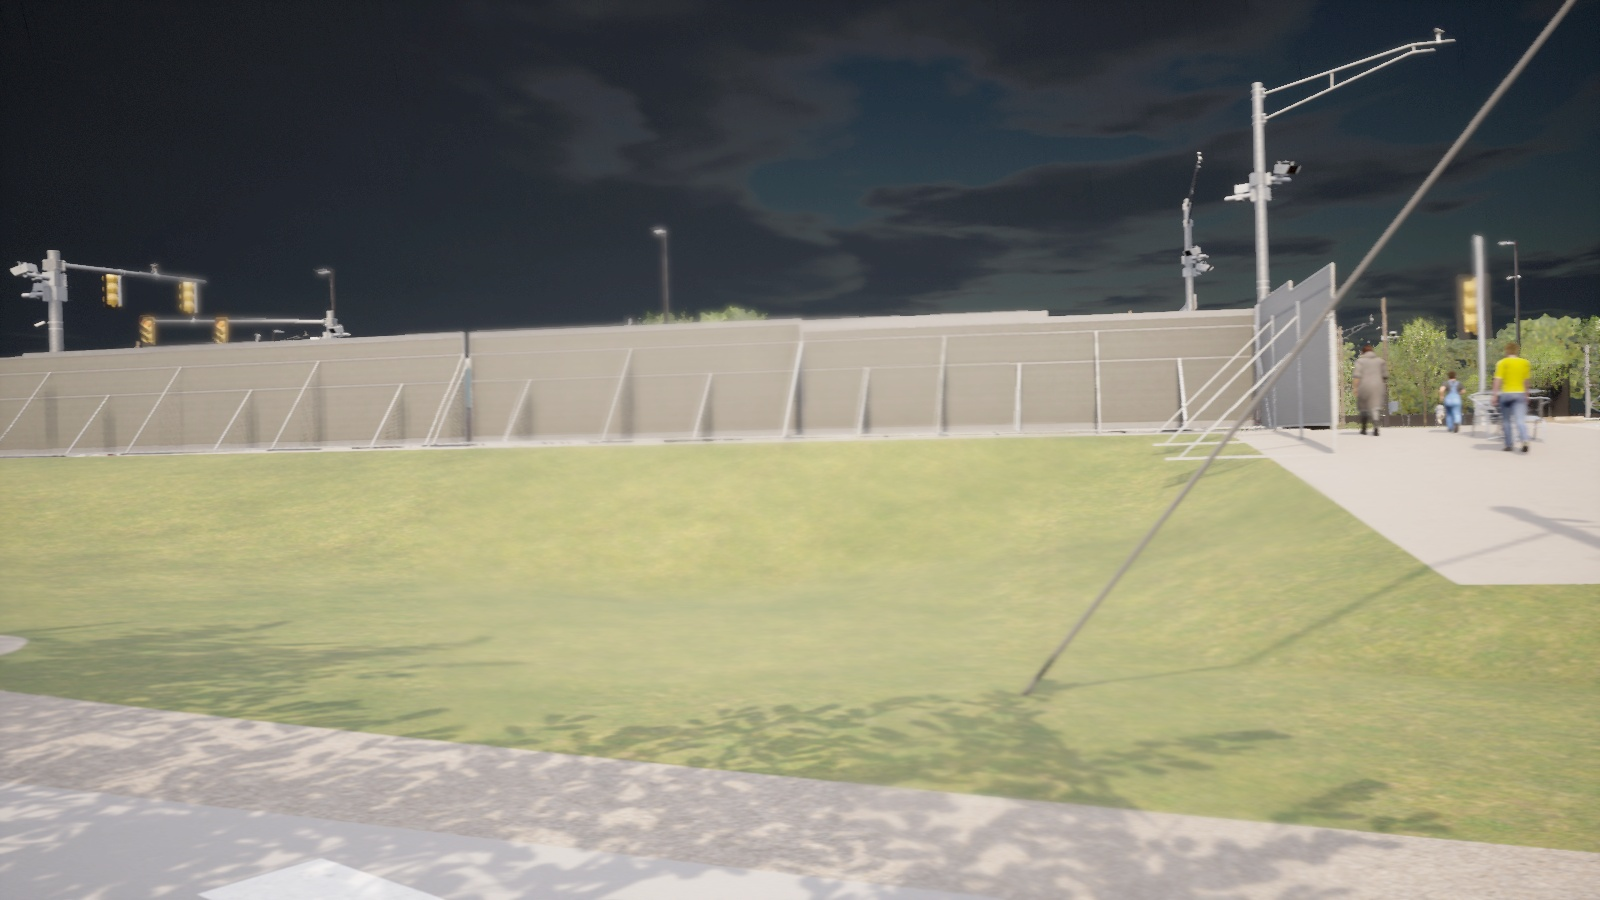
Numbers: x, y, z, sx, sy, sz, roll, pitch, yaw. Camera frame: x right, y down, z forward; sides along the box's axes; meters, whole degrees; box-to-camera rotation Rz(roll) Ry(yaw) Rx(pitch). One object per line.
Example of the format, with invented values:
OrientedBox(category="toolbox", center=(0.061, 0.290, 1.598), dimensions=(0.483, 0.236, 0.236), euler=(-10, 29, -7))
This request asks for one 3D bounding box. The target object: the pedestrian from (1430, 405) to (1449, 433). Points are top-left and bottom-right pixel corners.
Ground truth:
OrientedBox(category="pedestrian", center=(42.711, -2.085, 83.895), dimensions=(0.874, 1.855, 0.900), euler=(-1, 0, 11))

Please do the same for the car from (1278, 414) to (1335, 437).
OrientedBox(category="car", center=(33.978, -1.648, 84.377), dimensions=(2.163, 1.488, 4.792), euler=(-1, 1, 5))

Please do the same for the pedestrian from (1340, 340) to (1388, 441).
OrientedBox(category="pedestrian", center=(11.198, -1.158, 24.946), dimensions=(0.659, 1.952, 0.873), euler=(-1, 0, 12))

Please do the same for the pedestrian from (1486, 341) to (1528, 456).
OrientedBox(category="pedestrian", center=(11.477, -0.822, 20.407), dimensions=(0.354, 1.836, 0.706), euler=(-1, 0, 11))

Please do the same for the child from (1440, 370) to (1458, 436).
OrientedBox(category="child", center=(12.632, -0.907, 24.455), dimensions=(0.270, 1.263, 0.437), euler=(-1, 0, 30))
